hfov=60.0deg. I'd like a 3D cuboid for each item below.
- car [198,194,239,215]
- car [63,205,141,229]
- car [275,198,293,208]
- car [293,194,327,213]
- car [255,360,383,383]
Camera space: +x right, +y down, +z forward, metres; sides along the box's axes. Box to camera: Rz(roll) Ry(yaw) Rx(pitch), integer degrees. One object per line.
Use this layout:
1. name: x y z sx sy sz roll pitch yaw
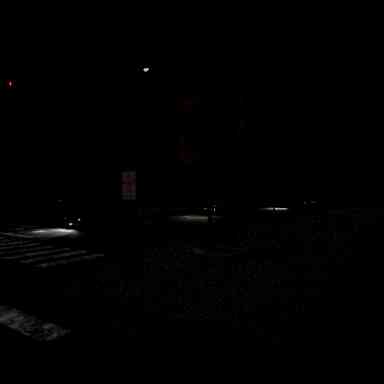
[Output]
1. car: 2.884 1.269 34.669 2.150 2.045 5.566 0 0 35
2. car: -5.836 1.567 22.358 2.033 1.411 5.357 0 0 35
3. car: 13.758 1.658 49.864 1.994 1.385 4.181 0 0 36
4. car: 14.062 1.300 38.863 2.150 2.045 5.566 0 0 35
5. car: 2.143 1.551 1.314 4.403 1.369 2.008 0 0 36
